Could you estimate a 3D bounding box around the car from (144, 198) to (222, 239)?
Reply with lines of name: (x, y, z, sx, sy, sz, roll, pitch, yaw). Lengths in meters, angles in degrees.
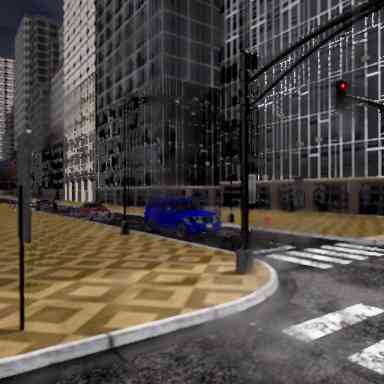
car: (-0.713, 1.354, 18.735, 2.150, 2.045, 5.566, 0, 0, -35)

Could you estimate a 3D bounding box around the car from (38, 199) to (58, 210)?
car: (-20.103, 1.720, 46.324, 1.837, 1.490, 4.892, 0, 0, -35)

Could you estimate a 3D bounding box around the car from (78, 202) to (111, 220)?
car: (-8.970, 1.675, 30.413, 1.812, 1.442, 4.674, 0, 0, -35)
